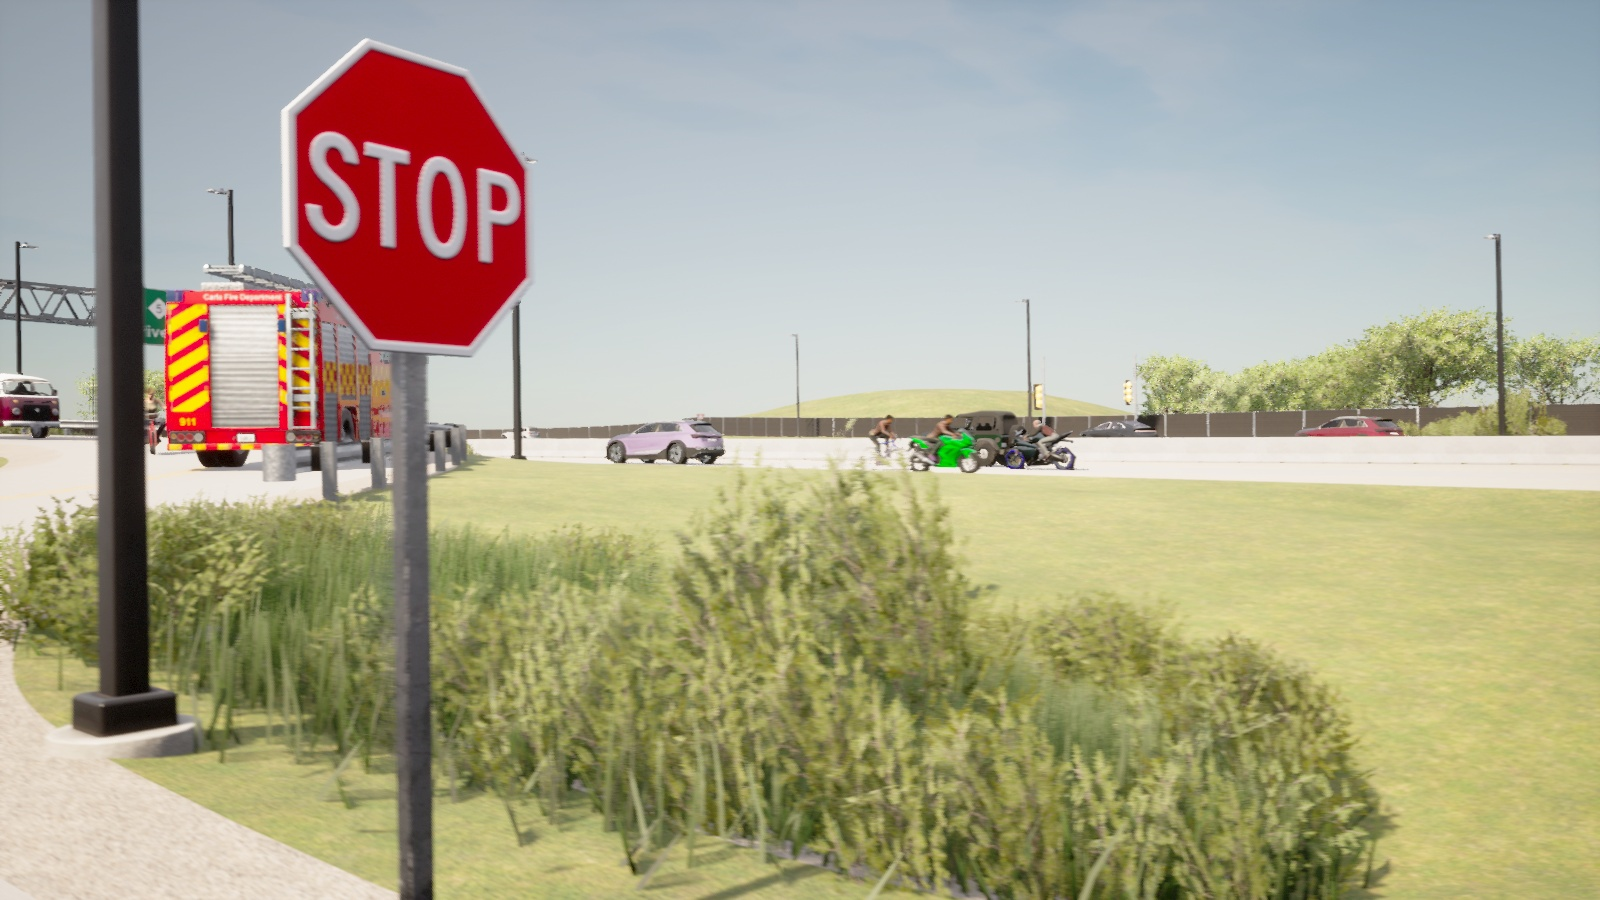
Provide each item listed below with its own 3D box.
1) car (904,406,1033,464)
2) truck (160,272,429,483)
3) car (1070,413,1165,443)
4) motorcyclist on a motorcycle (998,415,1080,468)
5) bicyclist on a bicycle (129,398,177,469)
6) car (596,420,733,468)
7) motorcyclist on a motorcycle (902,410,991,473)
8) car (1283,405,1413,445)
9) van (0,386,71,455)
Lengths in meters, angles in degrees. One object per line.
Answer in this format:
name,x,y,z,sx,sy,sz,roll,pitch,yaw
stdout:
car,5.713,-0.490,42.648,3.866,1.878,1.905,-1,0,35
truck,-10.558,-1.493,27.406,2.891,3.827,8.468,-1,2,-4
car,16.822,-1.138,66.754,2.128,1.511,4.902,-2,1,-28
motorcyclist on a motorcycle,7.104,-0.243,37.372,2.191,1.530,0.866,-1,0,35
bicyclist on a bicycle,-15.417,-0.408,29.919,0.866,1.612,1.509,-4,3,-30
car,-4.988,-0.201,45.956,4.856,1.649,2.033,-1,0,35
motorcyclist on a motorcycle,3.640,-0.206,31.246,2.044,1.523,0.797,-1,0,35
car,23.515,-1.060,54.063,2.033,1.649,4.856,-2,1,-29
van,-25.209,-0.936,39.221,4.480,2.038,2.069,1,1,26
